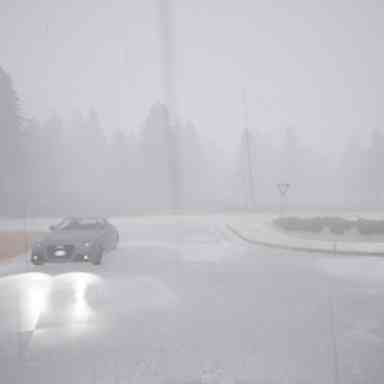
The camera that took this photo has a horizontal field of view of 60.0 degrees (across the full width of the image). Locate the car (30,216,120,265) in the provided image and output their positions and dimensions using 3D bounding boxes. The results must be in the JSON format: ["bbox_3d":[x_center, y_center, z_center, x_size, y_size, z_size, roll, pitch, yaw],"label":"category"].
[{"bbox_3d":[-3.764,1.539,11.381,1.994,1.385,4.181,0,0,-1],"label":"car"}]
